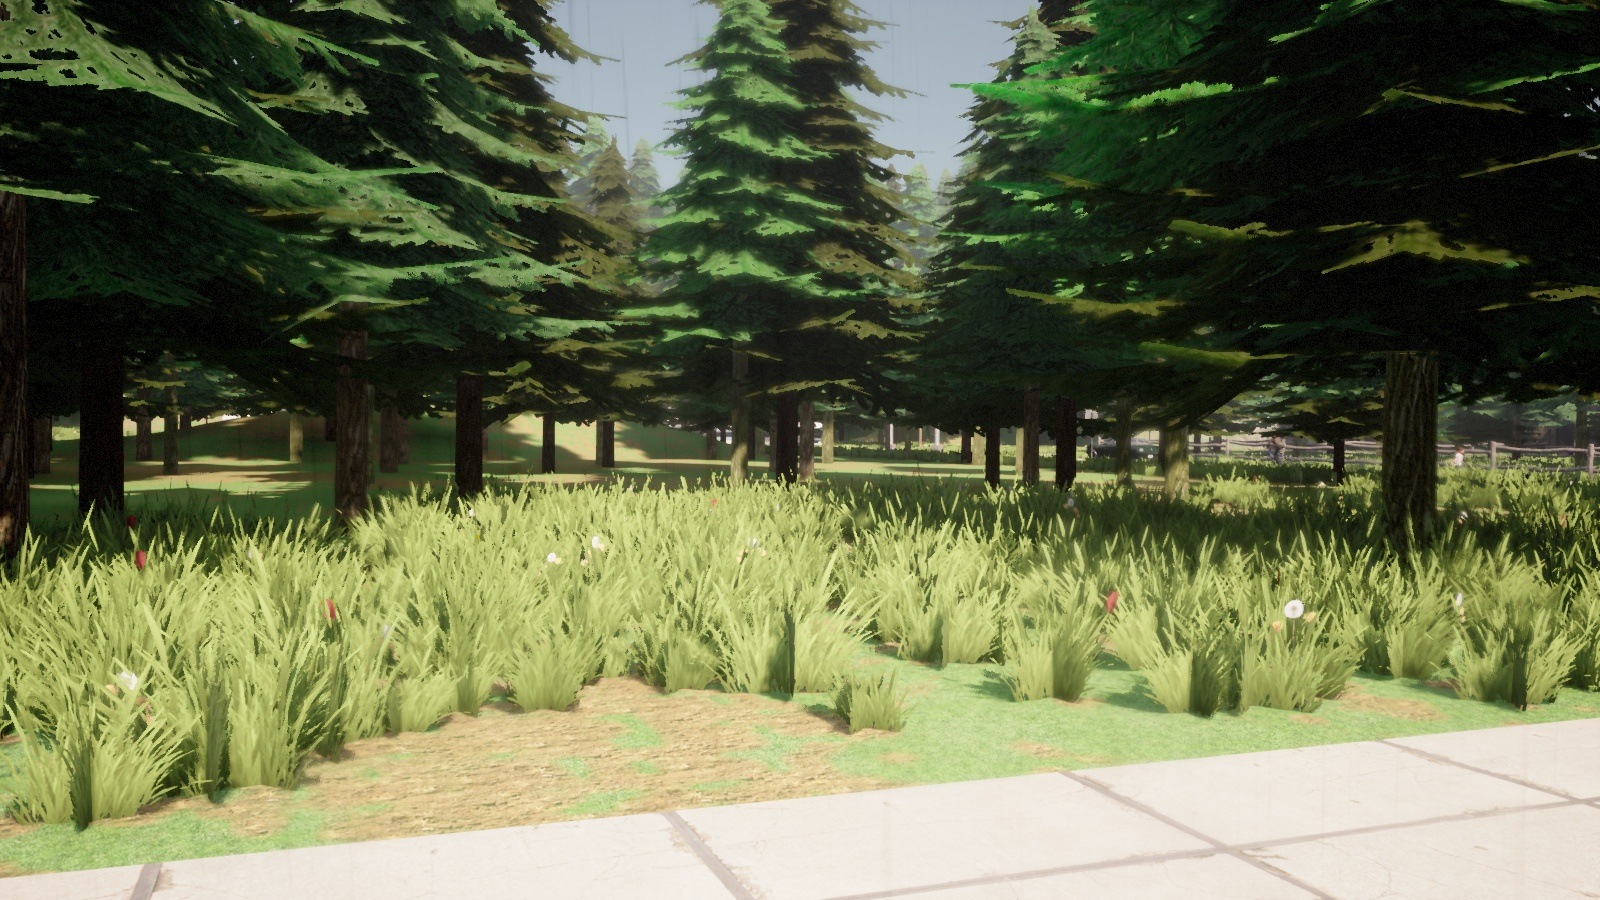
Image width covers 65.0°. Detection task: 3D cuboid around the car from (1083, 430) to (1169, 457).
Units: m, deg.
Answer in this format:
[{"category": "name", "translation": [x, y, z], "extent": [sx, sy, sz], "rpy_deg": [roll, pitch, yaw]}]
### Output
[{"category": "car", "translation": [16.733, -0.362, 64.693], "extent": [1.895, 1.301, 4.718], "rpy_deg": [-1, 1, -20]}]

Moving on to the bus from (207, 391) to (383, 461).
[{"category": "bus", "translation": [-32.491, -1.572, 80.969], "extent": [10.273, 4.253, 3.944], "rpy_deg": [-1, 1, -24]}]

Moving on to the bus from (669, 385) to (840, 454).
[{"category": "bus", "translation": [-2.906, -1.892, 81.008], "extent": [10.273, 4.253, 3.944], "rpy_deg": [0, 1, 17]}]
